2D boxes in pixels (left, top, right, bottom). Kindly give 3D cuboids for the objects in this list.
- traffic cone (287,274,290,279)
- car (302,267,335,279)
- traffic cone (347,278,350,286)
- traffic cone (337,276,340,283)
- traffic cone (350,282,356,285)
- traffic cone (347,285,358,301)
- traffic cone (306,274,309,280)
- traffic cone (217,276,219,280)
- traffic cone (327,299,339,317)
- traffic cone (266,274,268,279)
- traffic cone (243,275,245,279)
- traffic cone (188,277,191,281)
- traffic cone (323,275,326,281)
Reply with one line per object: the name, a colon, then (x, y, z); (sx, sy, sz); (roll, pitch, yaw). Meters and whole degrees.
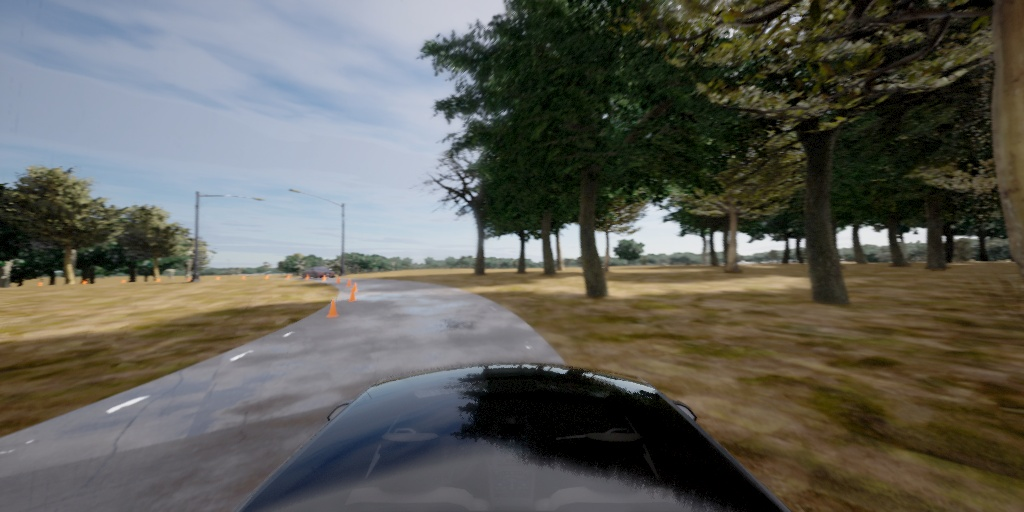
traffic cone: (-24.418, 2.239, 39.140); (0.340, 0.580, 0.340); (0, 0, 35)
car: (-21.236, 1.844, 39.441); (4.181, 1.385, 1.994); (-2, -3, 37)
traffic cone: (-11.568, 1.868, 25.497); (0.340, 0.580, 0.340); (0, 0, -31)
traffic cone: (-14.228, 1.923, 29.395); (0.340, 0.580, 0.340); (0, 0, -37)
traffic cone: (-9.329, 1.838, 21.341); (0.340, 0.580, 0.340); (0, 0, -25)
traffic cone: (-7.534, 1.813, 16.974); (0.340, 0.580, 0.340); (0, 0, -19)
traffic cone: (-20.688, 2.111, 36.254); (0.340, 0.580, 0.340); (0, 0, 41)
traffic cone: (-37.111, 2.734, 45.257); (0.340, 0.580, 0.340); (0, 0, 17)
traffic cone: (-6.203, 1.791, 12.444); (0.340, 0.580, 0.340); (0, 0, -13)
traffic cone: (-28.428, 2.387, 41.619); (0.340, 0.580, 0.340); (0, 0, 29)
traffic cone: (-32.674, 2.553, 43.665); (0.340, 0.580, 0.340); (0, 0, 23)
traffic cone: (-41.690, 2.930, 46.375); (0.340, 0.580, 0.340); (0, 0, 11)
traffic cone: (-17.279, 2.005, 32.994); (0.340, 0.580, 0.340); (0, 0, -43)
